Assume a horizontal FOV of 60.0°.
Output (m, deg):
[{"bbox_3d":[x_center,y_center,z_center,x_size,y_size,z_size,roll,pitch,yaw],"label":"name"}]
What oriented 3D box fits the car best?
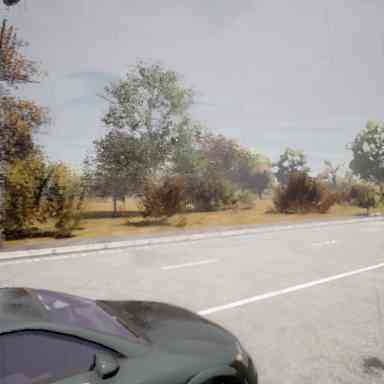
[{"bbox_3d":[-1.414,1.563,2.738,4.181,1.385,1.994,0,0,-35],"label":"car"}]
